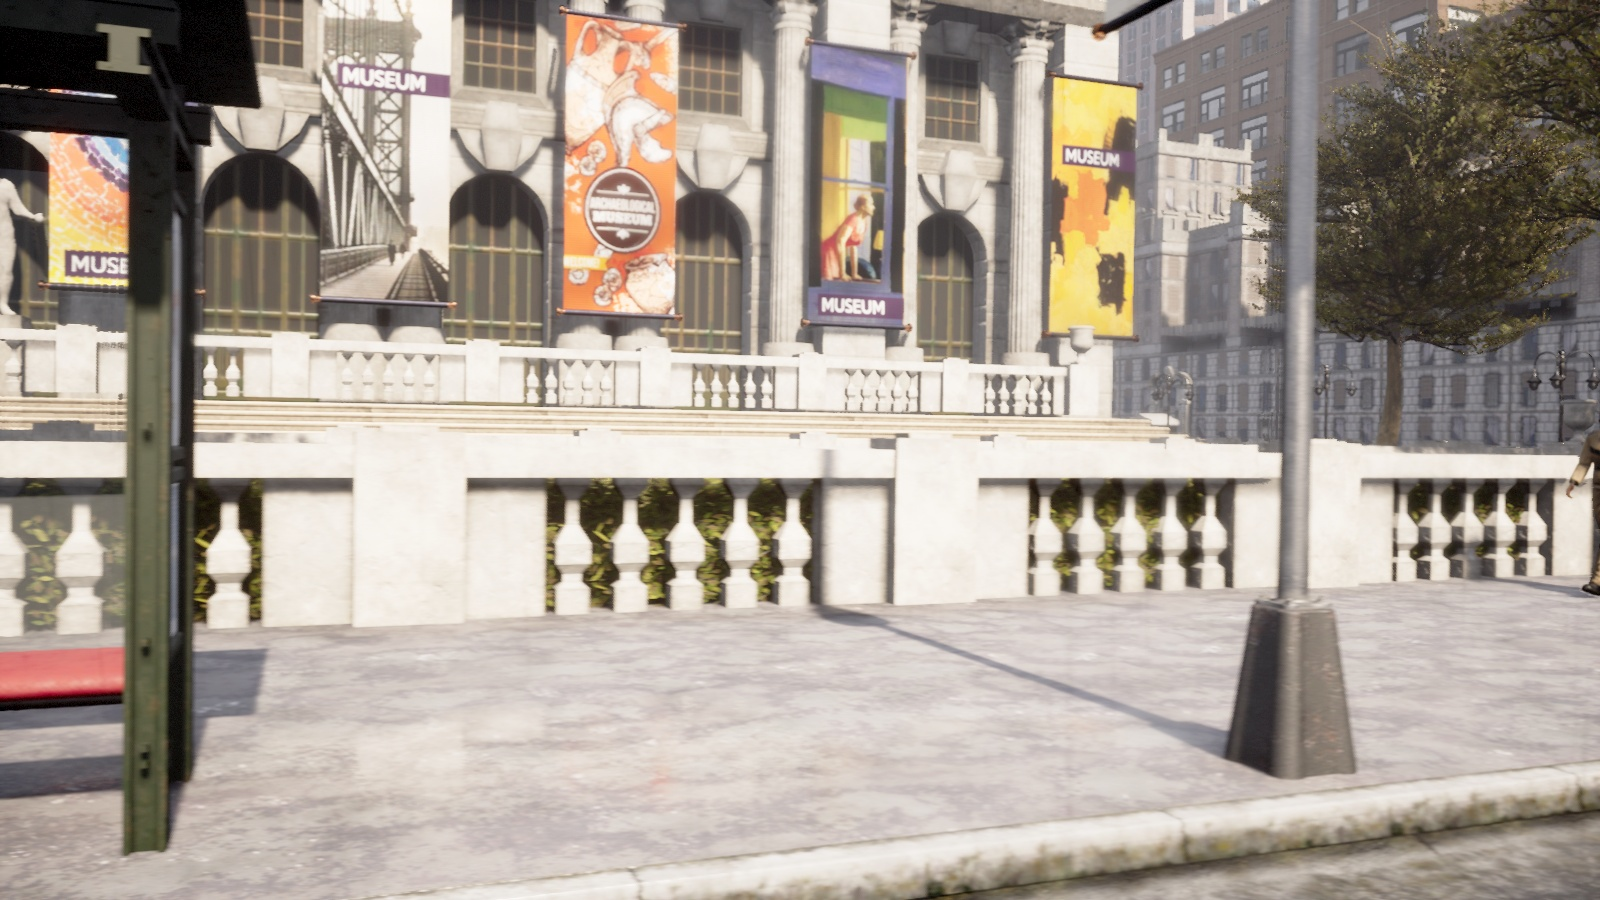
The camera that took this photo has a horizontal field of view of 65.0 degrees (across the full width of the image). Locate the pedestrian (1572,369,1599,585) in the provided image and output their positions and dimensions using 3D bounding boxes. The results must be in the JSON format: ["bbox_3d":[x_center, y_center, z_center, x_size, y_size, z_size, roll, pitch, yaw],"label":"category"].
[{"bbox_3d":[7.438,0.238,11.425,0.692,1.930,0.396,-1,1,-26],"label":"pedestrian"}]
